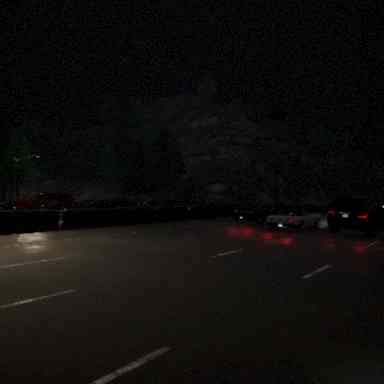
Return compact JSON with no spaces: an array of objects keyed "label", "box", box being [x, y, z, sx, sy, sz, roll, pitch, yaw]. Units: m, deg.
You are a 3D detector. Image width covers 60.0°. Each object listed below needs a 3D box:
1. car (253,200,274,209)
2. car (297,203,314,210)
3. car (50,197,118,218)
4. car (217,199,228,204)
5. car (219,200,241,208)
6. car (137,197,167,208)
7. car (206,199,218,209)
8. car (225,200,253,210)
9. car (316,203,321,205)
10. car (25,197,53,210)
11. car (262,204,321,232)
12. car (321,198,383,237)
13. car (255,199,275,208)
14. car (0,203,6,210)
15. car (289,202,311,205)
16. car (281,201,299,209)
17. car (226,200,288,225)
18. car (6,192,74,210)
[{"label":"car","box":[13.629,2.410,62.959,1.837,1.490,4.892,1,-2,40]},{"label":"car","box":[23.839,3.049,69.846,1.895,1.301,4.718,1,-2,40]},{"label":"car","box":[-7.954,1.373,25.923,2.128,1.511,4.902,1,0,39]},{"label":"car","box":[5.971,1.751,42.795,2.033,1.411,5.357,1,-2,40]},{"label":"car","box":[6.890,2.155,60.329,1.994,1.385,4.181,1,-2,40]},{"label":"car","box":[-5.419,1.459,45.500,1.812,1.442,4.674,1,-1,40]},{"label":"car","box":[4.051,1.802,51.415,2.128,1.511,4.902,1,-2,40]},{"label":"car","box":[7.072,1.972,49.584,1.895,1.301,4.718,1,-1,40]},{"label":"car","box":[26.319,2.957,67.350,1.882,1.535,5.008,1,-2,40]},{"label":"car","box":[-10.956,1.363,27.784,1.812,1.442,4.674,1,0,40]},{"label":"car","box":[6.634,1.700,21.297,1.895,1.301,4.718,1,0,39]},{"label":"car","box":[9.805,1.371,19.634,2.150,2.045,5.566,1,0,40]},{"label":"car","box":[15.601,2.534,70.850,2.097,1.767,4.553,1,-2,40]},{"label":"car","box":[-16.288,1.327,32.320,1.994,1.385,4.181,1,0,40]},{"label":"car","box":[19.403,2.577,58.968,1.994,1.385,4.181,1,-2,40]},{"label":"car","box":[21.427,2.909,72.420,1.882,1.535,5.008,1,-2,40]},{"label":"car","box":[4.942,1.571,24.746,2.128,1.511,4.902,1,0,40]},{"label":"car","box":[-13.334,1.027,30.398,2.150,2.045,5.566,1,0,40]}]
